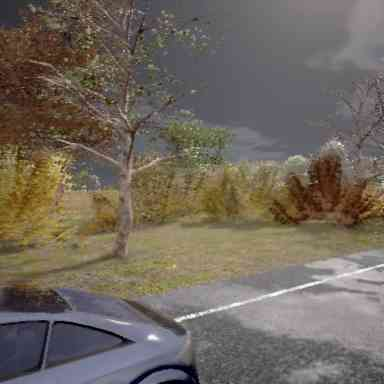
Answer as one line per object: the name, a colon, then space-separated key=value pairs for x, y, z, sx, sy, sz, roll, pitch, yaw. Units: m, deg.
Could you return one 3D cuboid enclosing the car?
car: x=-1.948 y=1.565 z=2.606 sx=4.181 sy=1.385 sz=1.994 roll=0 pitch=0 yaw=-36
